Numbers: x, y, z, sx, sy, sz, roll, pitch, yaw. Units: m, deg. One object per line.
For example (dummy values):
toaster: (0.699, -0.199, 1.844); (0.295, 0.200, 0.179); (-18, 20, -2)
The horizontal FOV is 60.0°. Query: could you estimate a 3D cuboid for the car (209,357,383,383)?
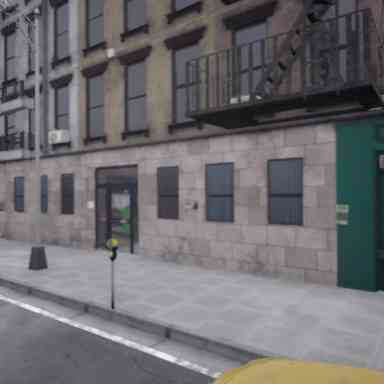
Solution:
car: (1.982, 1.517, 1.398); (4.829, 1.417, 1.752); (-1, 0, 35)
